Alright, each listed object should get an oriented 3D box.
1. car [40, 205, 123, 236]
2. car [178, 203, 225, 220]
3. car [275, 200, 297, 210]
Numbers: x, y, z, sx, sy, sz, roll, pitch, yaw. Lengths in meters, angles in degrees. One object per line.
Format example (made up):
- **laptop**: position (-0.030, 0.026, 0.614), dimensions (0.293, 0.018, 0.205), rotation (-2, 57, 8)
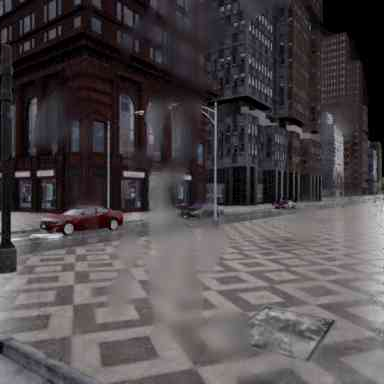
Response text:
- **car**: position (-6.307, 1.546, 19.479), dimensions (1.882, 1.535, 5.008), rotation (0, 0, 36)
- **car**: position (0.978, 1.672, 29.726), dimensions (2.033, 1.411, 5.357), rotation (0, 0, 35)
- **car**: position (13.181, 1.788, 46.759), dimensions (1.994, 1.385, 4.181), rotation (0, 0, 36)
